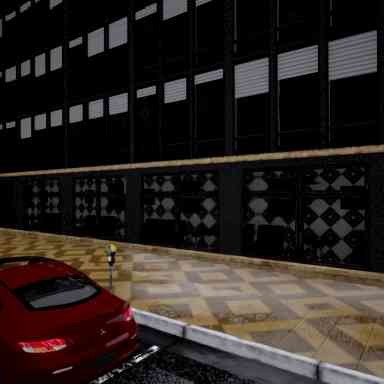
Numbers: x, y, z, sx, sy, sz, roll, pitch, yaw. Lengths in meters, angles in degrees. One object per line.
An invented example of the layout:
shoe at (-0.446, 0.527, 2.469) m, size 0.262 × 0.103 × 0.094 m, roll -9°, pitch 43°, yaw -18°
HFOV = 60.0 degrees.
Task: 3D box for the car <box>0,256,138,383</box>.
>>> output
car at (-2.593, 1.582, 4.675) m, size 4.206 × 1.307 × 1.802 m, roll 0°, pitch 0°, yaw 35°
